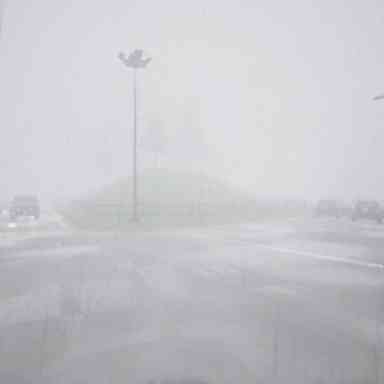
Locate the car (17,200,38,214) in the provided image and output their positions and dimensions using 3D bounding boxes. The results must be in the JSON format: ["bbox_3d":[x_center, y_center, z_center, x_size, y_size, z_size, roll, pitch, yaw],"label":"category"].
[{"bbox_3d":[-18.541,1.647,37.693,1.994,1.385,4.181,0,0,-25],"label":"car"}]

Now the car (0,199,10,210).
[{"bbox_3d":[-25.708,1.702,44.752,1.895,1.301,4.718,0,0,-25],"label":"car"}]

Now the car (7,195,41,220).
[{"bbox_3d":[-14.511,1.286,29.091,2.150,2.045,5.566,0,0,-25],"label":"car"}]

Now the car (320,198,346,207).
[{"bbox_3d":[22.219,1.624,52.646,2.033,1.411,5.357,0,0,3],"label":"car"}]

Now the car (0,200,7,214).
[{"bbox_3d":[-21.456,1.434,35.635,2.097,1.767,4.553,0,0,-25],"label":"car"}]

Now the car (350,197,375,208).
[{"bbox_3d":[25.442,1.576,49.759,1.837,1.490,4.892,0,0,7],"label":"car"}]

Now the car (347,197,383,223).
[{"bbox_3d":[14.097,1.387,25.874,2.097,1.767,4.553,0,0,42],"label":"car"}]

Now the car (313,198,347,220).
[{"bbox_3d":[12.450,1.395,29.265,2.097,1.767,4.553,0,0,42],"label":"car"}]

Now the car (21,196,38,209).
[{"bbox_3d":[-22.871,1.455,46.944,2.097,1.767,4.553,0,0,-25],"label":"car"}]
